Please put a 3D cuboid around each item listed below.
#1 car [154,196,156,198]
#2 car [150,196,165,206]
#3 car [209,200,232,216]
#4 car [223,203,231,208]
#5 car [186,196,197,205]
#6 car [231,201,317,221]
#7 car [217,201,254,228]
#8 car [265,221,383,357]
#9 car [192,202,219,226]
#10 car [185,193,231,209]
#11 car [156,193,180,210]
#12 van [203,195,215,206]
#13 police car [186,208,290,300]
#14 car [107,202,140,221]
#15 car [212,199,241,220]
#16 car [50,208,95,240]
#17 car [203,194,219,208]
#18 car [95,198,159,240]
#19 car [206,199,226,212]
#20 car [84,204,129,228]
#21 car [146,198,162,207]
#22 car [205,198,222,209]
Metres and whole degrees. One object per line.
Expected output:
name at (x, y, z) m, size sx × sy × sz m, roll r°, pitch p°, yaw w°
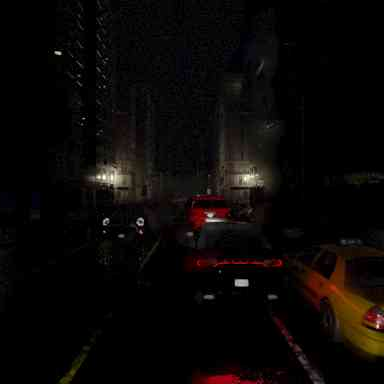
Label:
car at (-5.720, 1.579, 44.711) m, size 1.802 × 1.307 × 4.206 m, roll 0°, pitch 0°, yaw 0°
car at (-5.732, 1.437, 55.761) m, size 1.967 × 1.590 × 4.097 m, roll 0°, pitch 0°, yaw 0°
car at (2.819, 1.549, 33.681) m, size 2.008 × 1.369 × 4.403 m, roll 0°, pitch 0°, yaw 0°
car at (2.837, 1.524, 17.280) m, size 1.752 × 1.417 × 4.829 m, roll 0°, pitch 0°, yaw 0°
car at (-0.069, 1.522, 59.563) m, size 1.812 × 1.442 × 4.674 m, roll 0°, pitch 0°, yaw 0°
car at (2.844, 1.315, 11.586) m, size 2.192 × 1.841 × 5.009 m, roll 0°, pitch 0°, yaw 0°
car at (2.831, 1.439, 22.634) m, size 1.967 × 1.590 × 4.097 m, roll 0°, pitch 0°, yaw 0°
car at (2.850, 1.525, 6.233) m, size 1.752 × 1.417 × 4.829 m, roll 0°, pitch 0°, yaw 0°
car at (0.871, 1.525, 24.441) m, size 1.812 × 1.442 × 4.674 m, roll 0°, pitch 0°, yaw 0°
car at (0.878, 1.222, 18.471) m, size 2.150 × 2.045 × 5.566 m, roll 0°, pitch 0°, yaw 0°
car at (-3.060, 1.218, 43.721) m, size 2.150 × 2.045 × 5.566 m, roll 0°, pitch 0°, yaw 0°
van at (2.794, 1.338, 55.776) m, size 1.690 × 1.788 × 3.998 m, roll 0°, pitch 0°, yaw 0°
police car at (0.888, 1.425, 8.551) m, size 1.930 × 1.638 × 5.238 m, roll 0°, pitch 0°, yaw 0°
car at (-5.701, 1.564, 28.135) m, size 1.947 × 1.339 × 4.313 m, roll 0°, pitch 0°, yaw 0°
car at (2.825, 1.438, 28.157) m, size 1.967 × 1.590 × 4.097 m, roll 0°, pitch 0°, yaw 0°
car at (-5.688, 1.544, 17.085) m, size 1.887 × 1.381 × 4.507 m, roll 0°, pitch 0°, yaw 0°
car at (2.800, 1.312, 50.252) m, size 2.192 × 1.841 × 5.009 m, roll 0°, pitch 0°, yaw 0°
car at (-3.121, 1.351, 16.956) m, size 2.097 × 1.767 × 4.553 m, roll 0°, pitch 0°, yaw 0°
car at (2.812, 1.548, 39.205) m, size 2.008 × 1.369 × 4.403 m, roll 0°, pitch 0°, yaw 0°
car at (-5.695, 1.565, 22.610) m, size 1.947 × 1.339 × 4.313 m, roll 0°, pitch 0°, yaw 0°
car at (-5.726, 1.563, 50.236) m, size 1.947 × 1.339 × 4.313 m, roll 0°, pitch 0°, yaw 0°
car at (2.806, 1.563, 44.728) m, size 1.947 × 1.339 × 4.313 m, roll 0°, pitch 0°, yaw 0°
